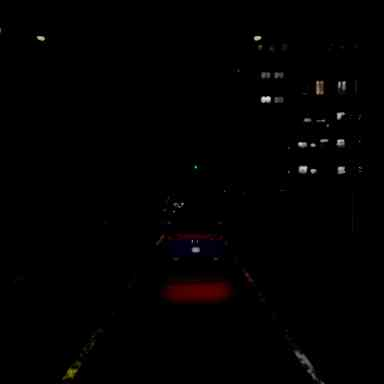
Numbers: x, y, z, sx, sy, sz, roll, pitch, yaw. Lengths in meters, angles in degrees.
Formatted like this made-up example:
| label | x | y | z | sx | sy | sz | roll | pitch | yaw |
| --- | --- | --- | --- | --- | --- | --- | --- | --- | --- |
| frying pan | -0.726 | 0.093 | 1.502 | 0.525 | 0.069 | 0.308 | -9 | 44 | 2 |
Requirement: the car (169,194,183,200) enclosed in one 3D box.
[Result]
| label | x | y | z | sx | sy | sz | roll | pitch | yaw |
| --- | --- | --- | --- | --- | --- | --- | --- | --- | --- |
| car | -3.060 | 1.354 | 61.480 | 2.150 | 2.045 | 5.566 | 0 | 0 | 1 |

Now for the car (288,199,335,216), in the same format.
| label | x | y | z | sx | sy | sz | roll | pitch | yaw |
| --- | --- | --- | --- | --- | --- | --- | --- | --- | --- |
| car | 13.451 | 1.668 | 37.372 | 5.009 | 1.841 | 2.192 | 1 | -1 | -1 |

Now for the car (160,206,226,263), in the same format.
| label | x | y | z | sx | sy | sz | roll | pitch | yaw |
| --- | --- | --- | --- | --- | --- | --- | --- | --- | --- |
| car | 0.096 | 1.496 | 12.012 | 1.882 | 1.535 | 5.008 | 0 | 0 | 0 |

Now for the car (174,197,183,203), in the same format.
| label | x | y | z | sx | sy | sz | roll | pitch | yaw |
| --- | --- | --- | --- | --- | --- | --- | --- | --- | --- |
| car | -3.030 | 1.779 | 76.949 | 1.895 | 1.301 | 4.718 | 0 | 0 | 0 |

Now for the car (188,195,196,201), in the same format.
| label | x | y | z | sx | sy | sz | roll | pitch | yaw |
| --- | --- | --- | --- | --- | --- | --- | --- | --- | --- |
| car | -0.033 | 1.643 | 88.824 | 2.033 | 1.411 | 5.357 | 0 | 0 | 0 |

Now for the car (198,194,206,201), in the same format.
| label | x | y | z | sx | sy | sz | roll | pitch | yaw |
| --- | --- | --- | --- | --- | --- | --- | --- | --- | --- |
| car | 2.658 | 1.542 | 89.102 | 2.192 | 1.841 | 5.009 | 0 | 0 | 0 |

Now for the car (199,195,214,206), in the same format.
| label | x | y | z | sx | sy | sz | roll | pitch | yaw |
| --- | --- | --- | --- | --- | --- | --- | --- | --- | --- |
| car | 2.671 | 1.661 | 55.320 | 1.887 | 1.381 | 4.507 | 0 | 0 | 0 |

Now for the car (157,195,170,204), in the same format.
| label | x | y | z | sx | sy | sz | roll | pitch | yaw |
| --- | --- | --- | --- | --- | --- | --- | --- | --- | --- |
| car | -5.713 | 1.465 | 66.579 | 2.192 | 1.841 | 5.009 | 0 | 0 | 0 |

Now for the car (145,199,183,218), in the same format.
| label | x | y | z | sx | sy | sz | roll | pitch | yaw |
| --- | --- | --- | --- | --- | --- | --- | --- | --- | --- |
| car | -2.534 | 1.595 | 29.483 | 1.994 | 1.385 | 4.181 | 2 | 0 | -31 |

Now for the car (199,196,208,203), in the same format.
| label | x | y | z | sx | sy | sz | roll | pitch | yaw |
| --- | --- | --- | --- | --- | --- | --- | --- | --- | --- |
| car | 2.662 | 1.738 | 77.841 | 2.008 | 1.369 | 4.403 | 0 | 0 | 0 |

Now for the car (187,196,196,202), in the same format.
| label | x | y | z | sx | sy | sz | roll | pitch | yaw |
| --- | --- | --- | --- | --- | --- | --- | --- | --- | --- |
| car | -0.031 | 1.665 | 78.405 | 1.882 | 1.535 | 5.008 | 0 | 0 | 0 |

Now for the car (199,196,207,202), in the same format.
| label | x | y | z | sx | sy | sz | roll | pitch | yaw |
| --- | --- | --- | --- | --- | --- | --- | --- | --- | --- |
| car | 2.660 | 1.751 | 83.471 | 1.887 | 1.381 | 4.507 | 0 | 0 | 0 |

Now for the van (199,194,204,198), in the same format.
| label | x | y | z | sx | sy | sz | roll | pitch | yaw |
| --- | --- | --- | --- | --- | --- | --- | --- | --- | --- |
| van | 2.670 | 1.474 | 60.952 | 1.690 | 1.788 | 3.998 | 0 | 0 | 0 |

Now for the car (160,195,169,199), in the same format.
| label | x | y | z | sx | sy | sz | roll | pitch | yaw |
| --- | --- | --- | --- | --- | --- | --- | --- | --- | --- |
| car | -5.711 | 1.657 | 60.778 | 1.752 | 1.417 | 4.829 | 0 | 0 | 0 |

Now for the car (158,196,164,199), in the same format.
| label | x | y | z | sx | sy | sz | roll | pitch | yaw |
| --- | --- | --- | --- | --- | --- | --- | --- | --- | --- |
| car | -5.707 | 1.667 | 49.687 | 1.947 | 1.339 | 4.313 | 0 | 0 | 0 |
